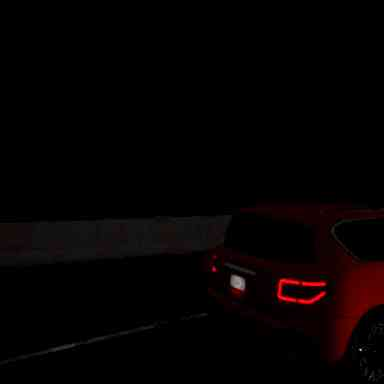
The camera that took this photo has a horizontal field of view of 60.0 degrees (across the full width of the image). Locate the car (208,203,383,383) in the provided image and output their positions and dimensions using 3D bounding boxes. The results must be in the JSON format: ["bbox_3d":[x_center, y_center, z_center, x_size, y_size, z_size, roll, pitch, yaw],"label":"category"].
[{"bbox_3d":[2.917,1.205,5.359,5.566,2.045,2.150,0,0,-28],"label":"car"}]
